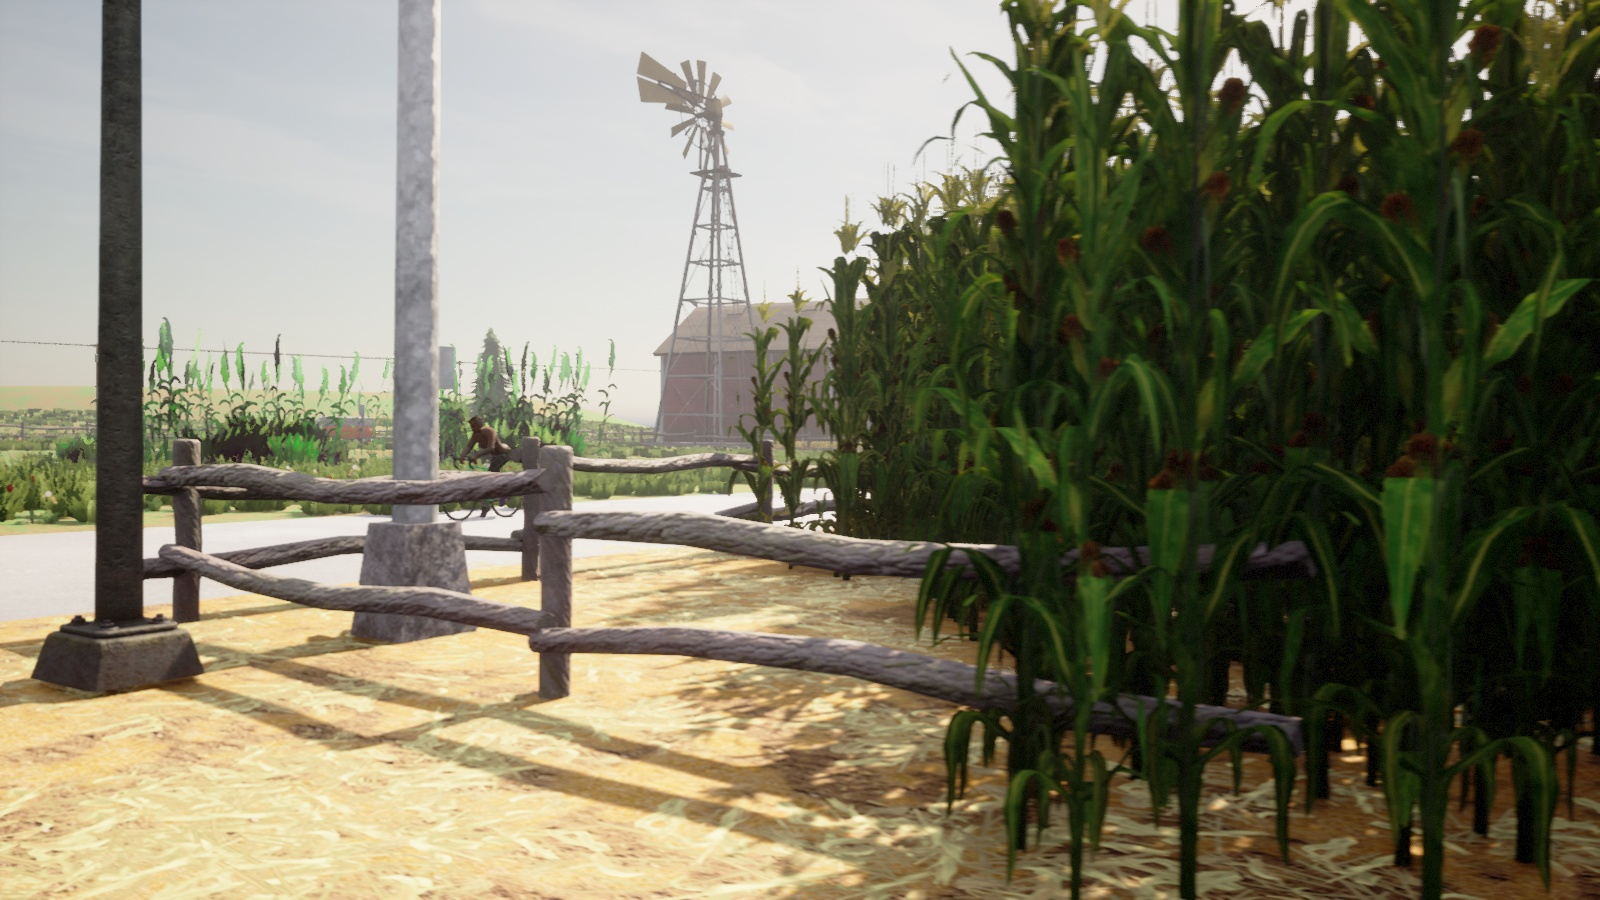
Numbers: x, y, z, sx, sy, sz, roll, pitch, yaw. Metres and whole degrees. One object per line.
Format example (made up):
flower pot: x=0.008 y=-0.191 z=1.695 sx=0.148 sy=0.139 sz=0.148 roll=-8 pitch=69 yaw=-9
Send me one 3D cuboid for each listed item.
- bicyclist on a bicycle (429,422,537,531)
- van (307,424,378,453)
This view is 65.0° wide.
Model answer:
bicyclist on a bicycle: x=-4.949 y=0.383 z=19.696 sx=0.582 sy=1.620 sz=1.656 roll=0 pitch=1 yaw=33
van: x=-32.392 y=-0.832 z=89.063 sx=1.775 sy=1.987 sz=4.442 roll=0 pitch=1 yaw=39
